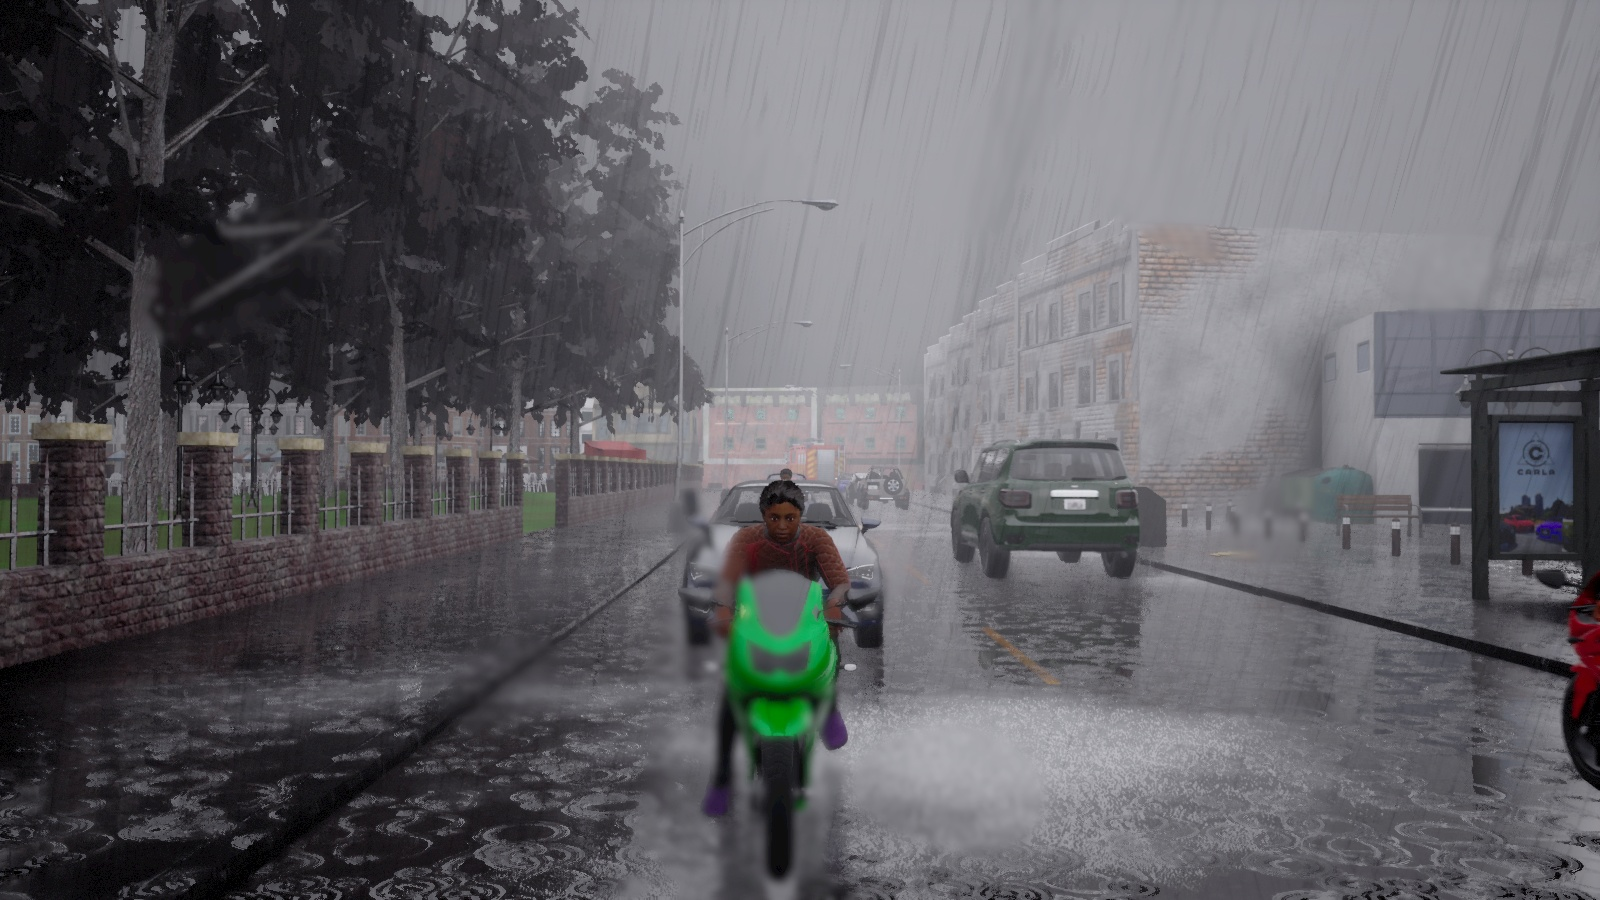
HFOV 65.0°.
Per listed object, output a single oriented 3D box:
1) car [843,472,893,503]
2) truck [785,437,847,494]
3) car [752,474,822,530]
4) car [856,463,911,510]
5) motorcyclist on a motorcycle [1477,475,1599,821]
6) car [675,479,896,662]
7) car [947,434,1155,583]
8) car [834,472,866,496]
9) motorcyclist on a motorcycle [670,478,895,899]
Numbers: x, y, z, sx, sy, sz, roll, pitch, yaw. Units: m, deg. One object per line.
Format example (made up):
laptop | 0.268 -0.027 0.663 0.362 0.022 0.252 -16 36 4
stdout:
car | 3.337 1.852 62.729 2.163 1.488 4.792 0 -1 -1
truck | 1.037 1.141 89.537 2.891 3.827 8.468 0 -1 -10
car | -0.365 1.424 35.442 1.845 1.501 3.633 0 -1 -1
car | 3.449 1.496 52.461 1.932 1.855 4.605 0 -1 0
motorcyclist on a motorcycle | 3.927 0.873 5.494 0.797 1.523 2.044 0 -1 -1
car | -0.140 1.037 12.438 1.816 1.474 4.193 0 -1 -1
car | 3.784 0.855 20.104 2.150 2.045 5.566 0 -1 -1
car | 3.144 2.156 80.022 1.816 1.474 4.193 0 -1 -1
motorcyclist on a motorcycle | -0.073 0.890 5.518 0.797 1.523 2.044 0 -1 -1
